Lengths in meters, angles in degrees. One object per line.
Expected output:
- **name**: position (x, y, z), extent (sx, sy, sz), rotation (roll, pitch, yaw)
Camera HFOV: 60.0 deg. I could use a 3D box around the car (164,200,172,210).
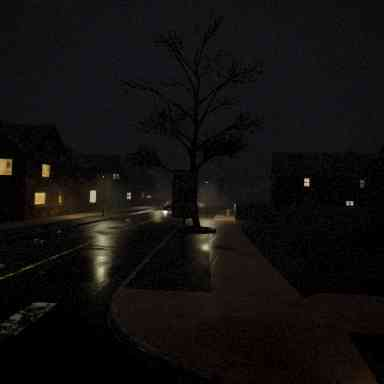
- **car**: position (-2.678, 1.920, 47.832), extent (2.033, 1.411, 5.357), rotation (2, 0, 8)
